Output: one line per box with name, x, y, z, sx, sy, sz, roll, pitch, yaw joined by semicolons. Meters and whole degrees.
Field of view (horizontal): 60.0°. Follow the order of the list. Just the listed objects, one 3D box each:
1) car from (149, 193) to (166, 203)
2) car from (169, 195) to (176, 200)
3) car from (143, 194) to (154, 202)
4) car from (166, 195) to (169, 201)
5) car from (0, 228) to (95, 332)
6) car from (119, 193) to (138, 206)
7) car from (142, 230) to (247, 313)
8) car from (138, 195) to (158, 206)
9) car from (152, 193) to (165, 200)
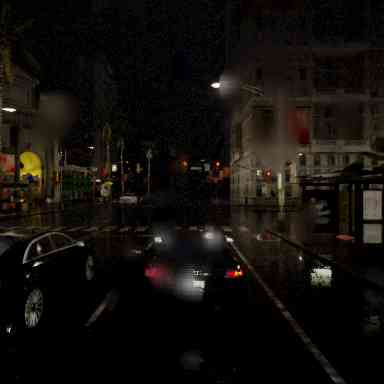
car;-7.100;1.356;68.706;2.097;1.767;4.553;0;0;0
car;-5.754;1.478;92.678;1.882;1.535;5.008;0;0;13
car;-10.614;1.355;80.628;2.097;1.767;4.553;0;0;0
car;-7.107;1.524;80.133;1.812;1.442;4.674;0;0;0
car;-3.452;1.492;6.816;2.128;1.511;4.902;0;0;0
car;-10.665;1.224;55.805;2.150;2.045;5.566;0;0;0
car;0.053;1.564;7.749;1.994;1.385;4.181;0;0;0
car;-7.109;1.564;54.073;1.994;1.385;4.181;0;0;-1
car;-9.297;1.225;92.948;2.150;2.045;5.566;0;0;13
